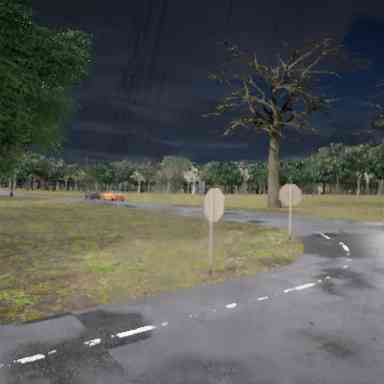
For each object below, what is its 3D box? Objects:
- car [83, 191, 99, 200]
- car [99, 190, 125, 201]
[{"bbox_3d":[-18.095,0.643,60.139,1.837,1.490,4.892,2,-1,-36],"label":"car"},{"bbox_3d":[-12.326,0.536,52.150,2.097,1.767,4.553,2,-1,-35],"label":"car"}]
